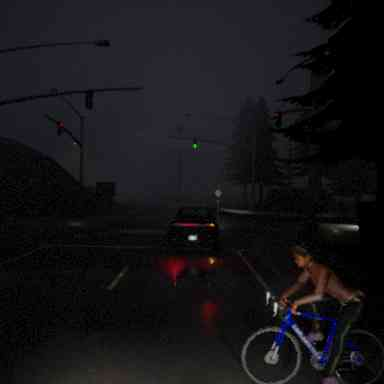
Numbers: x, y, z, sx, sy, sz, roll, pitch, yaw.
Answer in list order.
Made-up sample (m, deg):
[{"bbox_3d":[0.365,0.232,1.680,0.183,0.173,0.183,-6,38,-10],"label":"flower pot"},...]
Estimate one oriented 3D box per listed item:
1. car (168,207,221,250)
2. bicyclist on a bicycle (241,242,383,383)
[{"bbox_3d":[0.150,1.355,13.689,2.128,1.511,4.902,1,0,3],"label":"car"},{"bbox_3d":[1.380,1.394,3.719,1.656,1.620,0.582,1,1,0],"label":"bicyclist on a bicycle"}]
